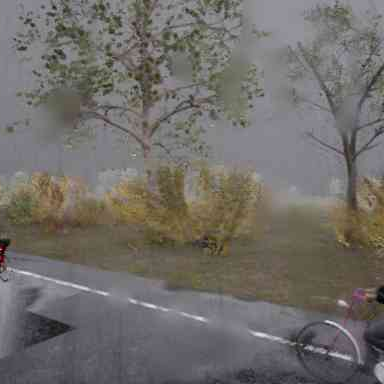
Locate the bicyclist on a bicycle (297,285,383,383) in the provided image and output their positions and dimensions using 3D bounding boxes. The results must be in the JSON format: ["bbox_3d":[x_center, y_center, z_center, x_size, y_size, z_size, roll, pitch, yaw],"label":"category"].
[{"bbox_3d":[2.035,1.372,3.604,1.843,1.776,0.659,0,0,36],"label":"bicyclist on a bicycle"}]

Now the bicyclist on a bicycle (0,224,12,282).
[{"bbox_3d":[-5.137,1.485,8.727,1.656,1.620,0.582,-1,0,35],"label":"bicyclist on a bicycle"}]
